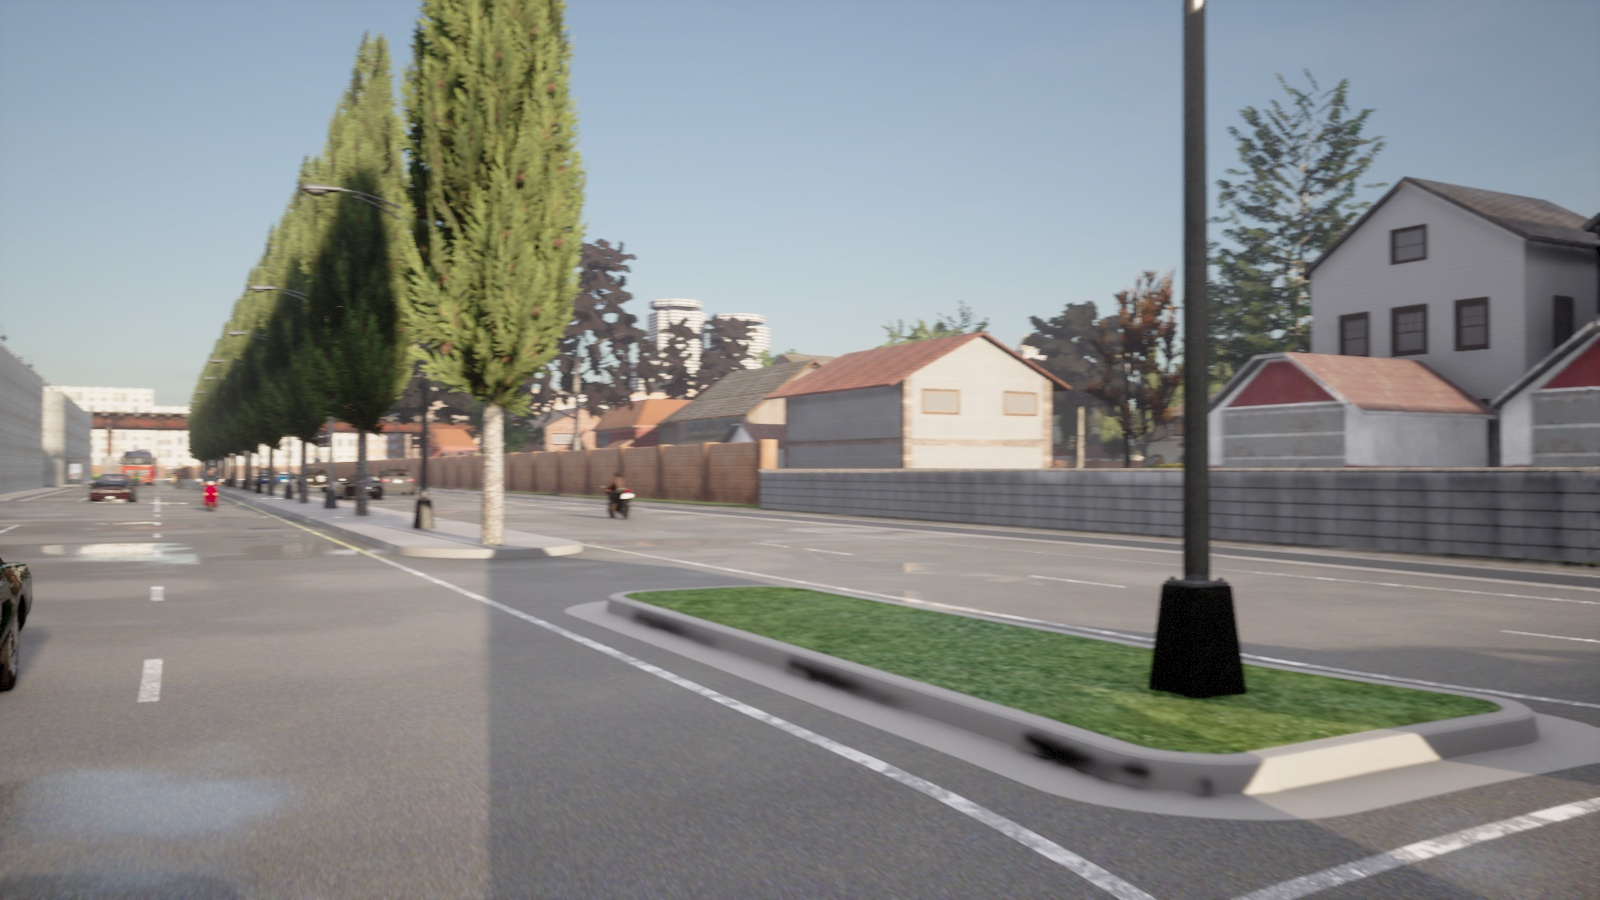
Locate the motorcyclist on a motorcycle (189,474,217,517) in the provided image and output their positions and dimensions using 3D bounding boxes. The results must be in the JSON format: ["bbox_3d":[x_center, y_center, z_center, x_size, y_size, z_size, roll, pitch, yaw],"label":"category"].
[{"bbox_3d":[-22.285,1.686,46.868,0.866,1.590,1.817,1,-1,-27],"label":"motorcyclist on a motorcycle"}]

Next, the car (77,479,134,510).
[{"bbox_3d":[-33.151,2.098,60.027,2.033,1.411,5.357,0,-1,-25],"label":"car"}]

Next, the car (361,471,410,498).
[{"bbox_3d":[-26.272,2.173,79.522,2.242,1.667,4.611,0,-1,-27],"label":"car"}]

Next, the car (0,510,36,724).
[{"bbox_3d":[-5.845,1.080,7.399,1.895,1.301,4.718,0,-1,-26],"label":"car"}]

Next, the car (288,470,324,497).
[{"bbox_3d":[-34.758,2.351,88.280,1.932,1.855,4.605,0,-1,-27],"label":"car"}]

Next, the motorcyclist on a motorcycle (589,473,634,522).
[{"bbox_3d":[-6.118,1.520,40.672,0.797,1.523,2.044,0,-1,-27],"label":"motorcyclist on a motorcycle"}]

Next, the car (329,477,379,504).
[{"bbox_3d":[-24.126,2.181,67.783,1.994,1.385,4.181,0,-1,-27],"label":"car"}]
